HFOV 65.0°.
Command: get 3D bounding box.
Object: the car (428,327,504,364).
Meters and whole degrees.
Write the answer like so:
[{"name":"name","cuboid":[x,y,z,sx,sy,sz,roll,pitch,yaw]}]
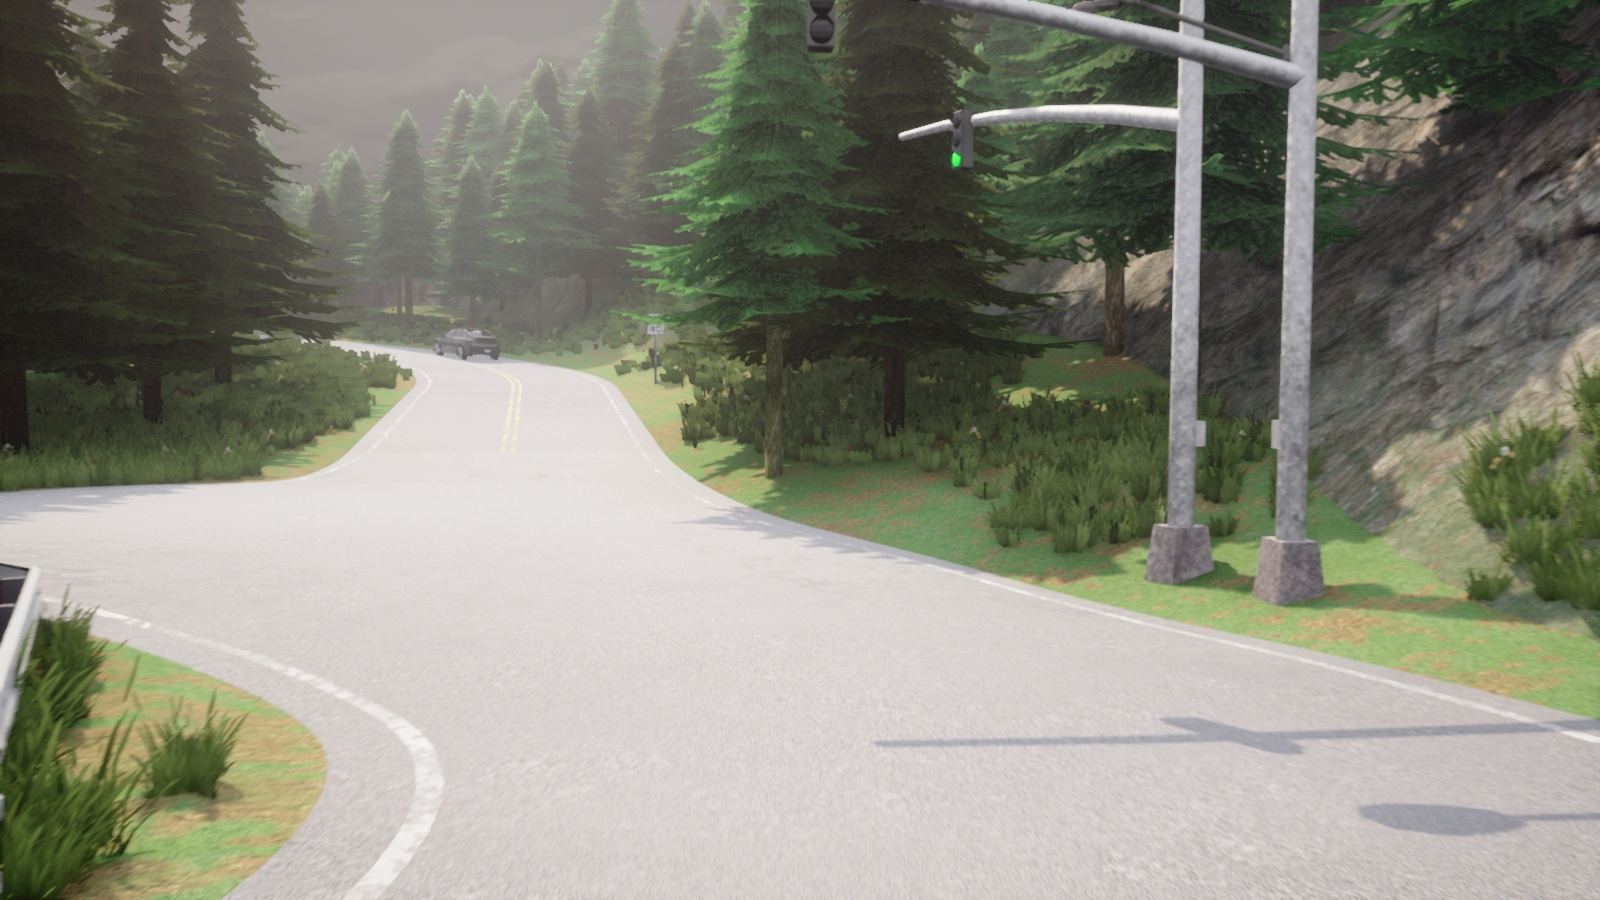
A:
[{"name":"car","cuboid":[-16.569,-5.175,62.115,1.837,1.490,4.892,-3,9,-38]}]
